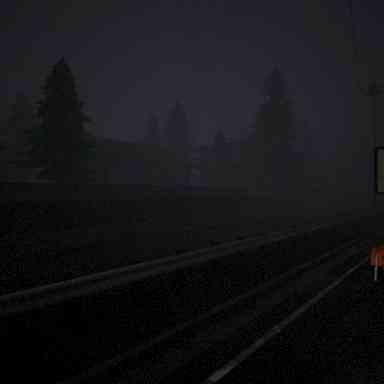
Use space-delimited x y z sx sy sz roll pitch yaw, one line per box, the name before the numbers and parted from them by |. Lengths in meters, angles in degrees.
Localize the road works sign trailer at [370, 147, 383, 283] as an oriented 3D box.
road works sign trailer | 6.223 0.459 8.779 2.380 3.560 2.880 0 0 38
